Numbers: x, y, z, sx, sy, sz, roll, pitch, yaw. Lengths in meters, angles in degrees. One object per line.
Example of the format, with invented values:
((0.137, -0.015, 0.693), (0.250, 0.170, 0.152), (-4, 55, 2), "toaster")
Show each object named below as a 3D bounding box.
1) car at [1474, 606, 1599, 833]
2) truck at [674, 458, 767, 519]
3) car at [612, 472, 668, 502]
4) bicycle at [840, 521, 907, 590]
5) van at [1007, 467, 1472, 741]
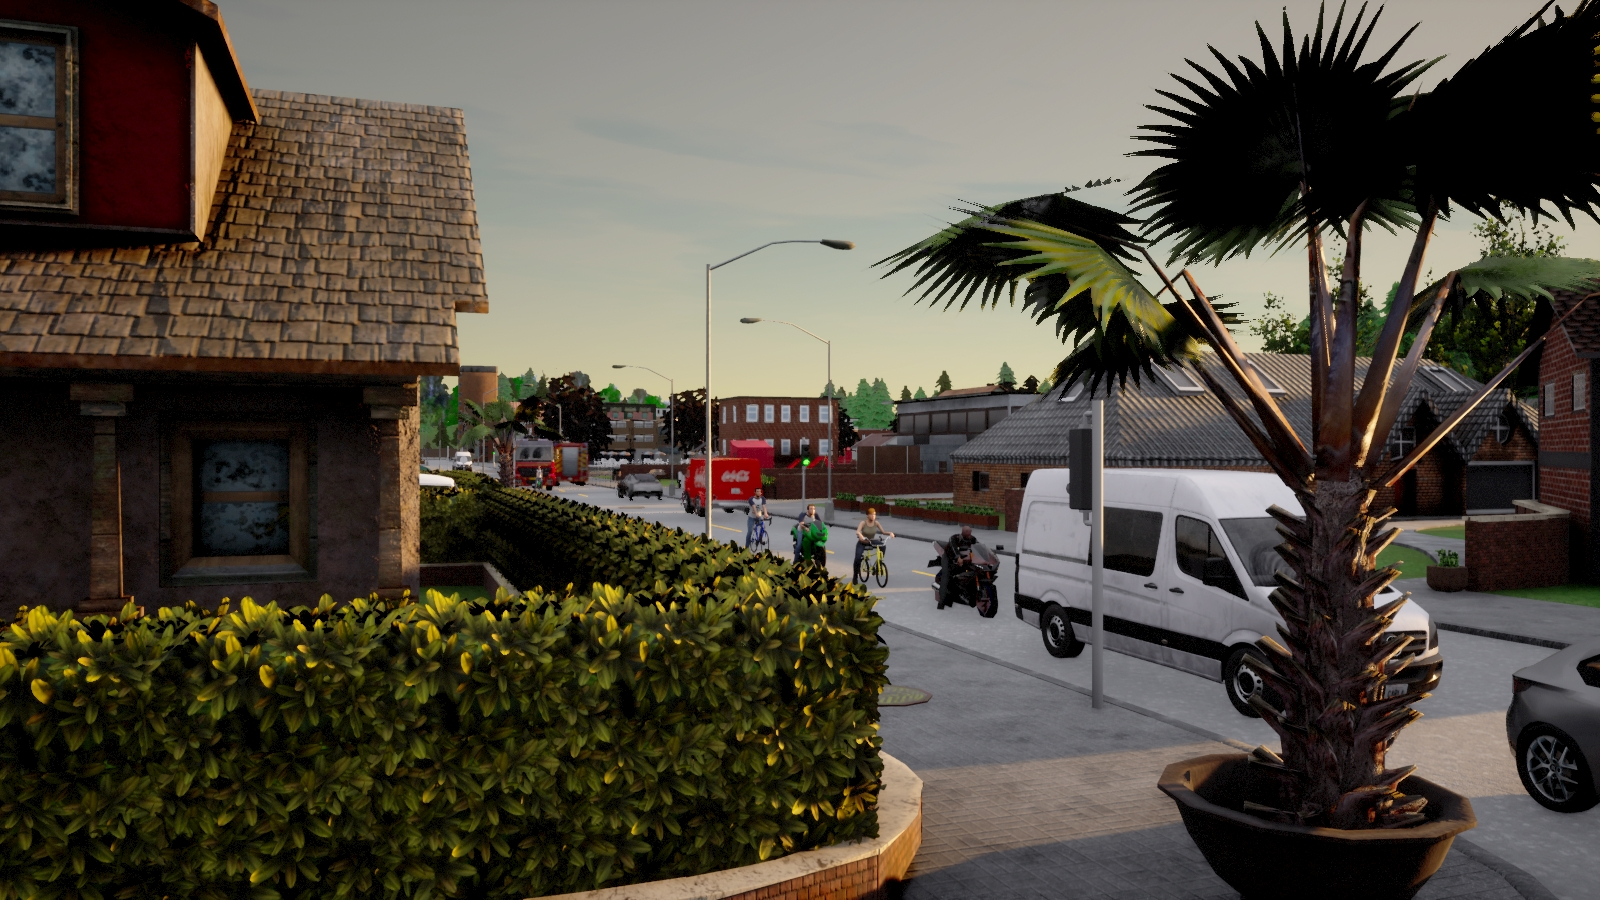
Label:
((6.934, 2.069, 7.650), (1.816, 1.474, 4.193), (0, 0, -12), "car")
((-3.516, 1.571, 49.207), (2.627, 2.467, 5.204), (0, 0, -20), "truck")
((-9.055, 2.053, 64.379), (2.128, 1.511, 4.902), (0, 0, -20), "car")
((1.505, 2.162, 23.648), (0.859, 1.276, 1.487), (0, 0, -19), "bicycle")
((4.966, 1.538, 14.186), (1.988, 2.561, 5.915), (0, 0, -20), "van")
